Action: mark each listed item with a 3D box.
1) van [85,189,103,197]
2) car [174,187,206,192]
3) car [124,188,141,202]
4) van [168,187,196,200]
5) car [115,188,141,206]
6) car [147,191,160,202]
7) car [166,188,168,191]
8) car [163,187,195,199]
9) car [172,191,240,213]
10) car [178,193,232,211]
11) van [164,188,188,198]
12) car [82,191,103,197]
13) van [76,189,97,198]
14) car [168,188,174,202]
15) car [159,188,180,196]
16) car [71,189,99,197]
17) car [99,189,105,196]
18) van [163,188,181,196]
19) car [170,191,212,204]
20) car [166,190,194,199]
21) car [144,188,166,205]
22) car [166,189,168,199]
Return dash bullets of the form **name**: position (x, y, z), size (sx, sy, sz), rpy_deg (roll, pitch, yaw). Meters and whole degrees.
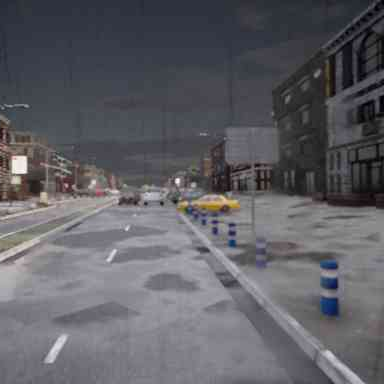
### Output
- **van**: position (-26.862, 0.208, 91.162), size (4.442, 1.987, 1.878), rpy_deg (-1, 1, -7)
- **car**: position (0.797, 0.692, 33.266), size (4.553, 1.767, 2.185), rpy_deg (-1, 1, -7)
- **car**: position (-8.865, 0.361, 50.003), size (2.150, 2.045, 5.566), rpy_deg (-1, 1, -7)
- **van**: position (-1.657, 0.237, 55.052), size (4.442, 1.987, 1.878), rpy_deg (-1, 1, -7)
- **car**: position (-7.646, 0.640, 40.257), size (2.097, 1.767, 4.553), rpy_deg (-1, 1, -6)
- **car**: position (-5.884, 0.603, 50.379), size (1.837, 1.490, 4.892), rpy_deg (-1, 1, -7)
- **car**: position (-1.451, 0.495, 52.426), size (5.008, 1.535, 2.097), rpy_deg (-1, 1, -7)
- **car**: position (-2.468, 0.159, 60.632), size (5.566, 2.045, 2.435), rpy_deg (-1, 0, -7)
- **car**: position (1.299, 0.942, 27.778), size (5.366, 1.575, 1.946), rpy_deg (-1, 1, -7)
- **car**: position (1.160, 0.918, 30.538), size (4.674, 1.452, 2.002), rpy_deg (-1, 1, -7)
- **van**: position (-3.207, 0.148, 66.094), size (4.442, 1.987, 1.878), rpy_deg (-1, 0, -7)
- **car**: position (-26.415, 0.463, 88.416), size (4.892, 1.521, 2.231), rpy_deg (-1, 1, -7)
- **van**: position (-25.343, 0.315, 80.021), size (4.442, 1.987, 1.878), rpy_deg (-1, 1, -6)
- **car**: position (0.529, 0.509, 36.006), size (5.566, 2.045, 2.435), rpy_deg (-1, 1, -7)
- **car**: position (-6.059, -0.069, 90.750), size (5.566, 2.045, 2.435), rpy_deg (-1, 1, -7)
- **car**: position (-25.173, 0.314, 77.246), size (5.566, 2.045, 2.435), rpy_deg (-1, 1, -6)
- **car**: position (-26.121, 0.241, 85.527), size (5.566, 2.045, 2.435), rpy_deg (-1, 1, -7)
- **van**: position (-4.935, 0.033, 82.550), size (4.442, 1.987, 1.878), rpy_deg (-1, 1, -7)
- **car**: position (-0.155, 0.657, 41.479), size (5.008, 1.535, 2.097), rpy_deg (-1, 1, -7)
- **car**: position (-2.106, 0.475, 57.899), size (4.674, 1.452, 2.002), rpy_deg (-1, 1, -7)
- **car**: position (-4.600, 0.479, 39.984), size (2.150, 2.045, 5.566), rpy_deg (-1, 1, -6)
- **car**: position (-0.797, 0.570, 46.954), size (4.892, 1.521, 2.231), rpy_deg (-1, 1, -7)
